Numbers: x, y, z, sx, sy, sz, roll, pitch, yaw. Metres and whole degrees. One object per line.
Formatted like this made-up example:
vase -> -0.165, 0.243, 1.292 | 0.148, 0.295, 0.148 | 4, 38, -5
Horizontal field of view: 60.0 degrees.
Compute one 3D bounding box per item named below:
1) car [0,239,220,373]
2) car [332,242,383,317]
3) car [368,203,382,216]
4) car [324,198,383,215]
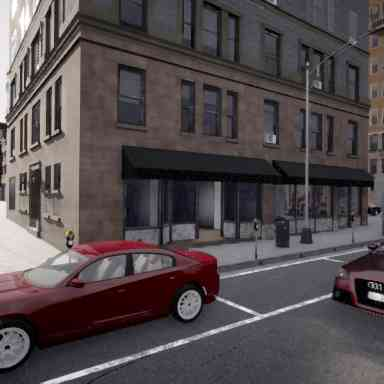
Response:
car -> -1.574, 1.545, 5.630 | 4.507, 1.381, 1.887 | 0, 1, -35
car -> 4.709, 1.565, 6.684 | 4.181, 1.385, 1.994 | 0, 0, -35
car -> 14.468, 1.443, 30.161 | 1.895, 1.301, 4.718 | 1, 0, -35
car -> 16.234, 1.411, 33.312 | 2.033, 1.411, 5.357 | 1, 0, -35
